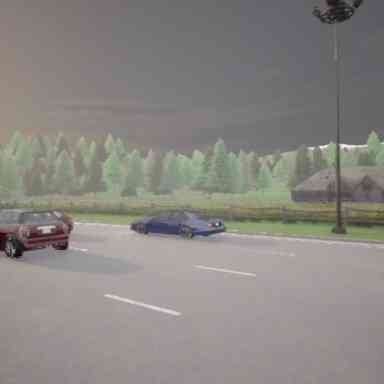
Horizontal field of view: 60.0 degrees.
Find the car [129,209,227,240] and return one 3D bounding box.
[{"bbox_3d":[-0.837,1.626,17.483,5.357,1.411,2.033,0,0,35],"label":"car"}]

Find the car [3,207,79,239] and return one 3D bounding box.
[{"bbox_3d":[-8.553,1.655,18.685,4.674,1.442,1.812,0,0,35],"label":"car"}]

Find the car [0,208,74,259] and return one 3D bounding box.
[{"bbox_3d":[-6.992,1.448,13.274,4.553,1.767,2.097,-1,0,35],"label":"car"}]
